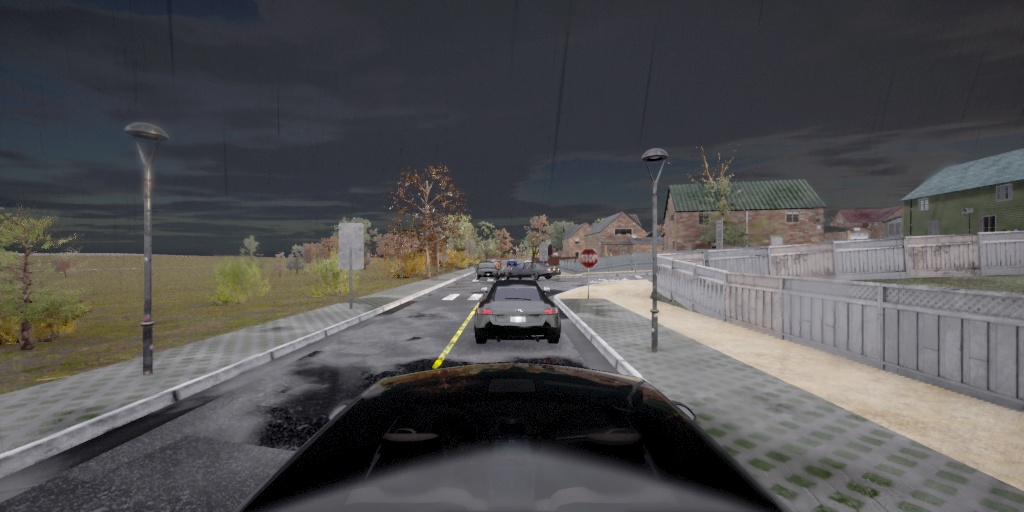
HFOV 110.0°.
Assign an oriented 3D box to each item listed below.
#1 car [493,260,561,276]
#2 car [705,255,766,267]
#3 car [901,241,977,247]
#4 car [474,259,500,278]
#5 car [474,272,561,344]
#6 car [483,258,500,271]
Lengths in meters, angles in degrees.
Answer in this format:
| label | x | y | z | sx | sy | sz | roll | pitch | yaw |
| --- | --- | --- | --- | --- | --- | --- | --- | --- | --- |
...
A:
| label | x | y | z | sx | sy | sz | roll | pitch | yaw |
| --- | --- | --- | --- | --- | --- | --- | --- | --- | --- |
| car | 1.332 | 1.198 | 28.621 | 5.357 | 1.411 | 2.033 | -4 | -3 | 43 |
| car | 14.384 | 0.413 | 22.999 | 4.181 | 1.385 | 1.994 | -3 | 0 | 16 |
| car | 23.885 | -0.208 | 20.579 | 4.902 | 1.511 | 2.128 | -3 | 0 | 14 |
| car | -2.256 | 1.258 | 31.532 | 1.837 | 1.490 | 4.892 | 0 | 0 | -8 |
| car | 0.101 | 1.313 | 9.606 | 1.994 | 1.385 | 4.181 | 0 | 0 | -1 |
| car | -2.855 | 1.121 | 51.350 | 2.097 | 1.767 | 4.553 | 0 | 0 | 1 |
